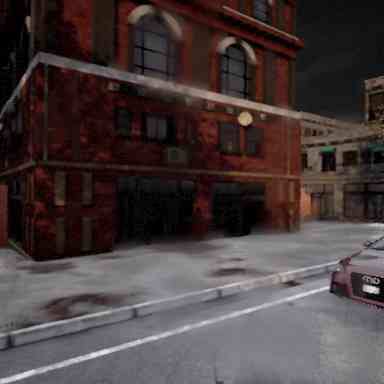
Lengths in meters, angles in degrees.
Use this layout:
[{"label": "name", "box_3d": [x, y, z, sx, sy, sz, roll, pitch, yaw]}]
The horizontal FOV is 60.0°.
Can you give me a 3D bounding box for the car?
[{"label": "car", "box_3d": [4.845, 1.573, 7.151, 4.181, 1.385, 1.994, 0, 0, -36]}]
